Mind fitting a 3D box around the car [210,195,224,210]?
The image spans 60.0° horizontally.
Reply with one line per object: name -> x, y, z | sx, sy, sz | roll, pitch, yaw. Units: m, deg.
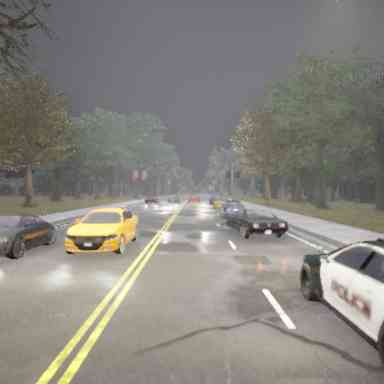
car -> 3.399, 1.216, 38.437 | 1.801, 1.575, 5.366 | 0, 0, 0

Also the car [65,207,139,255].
car -> -3.327, 1.392, 13.123 | 1.882, 1.535, 5.008 | 0, 0, 0

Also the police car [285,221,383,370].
police car -> 3.254, 1.471, 5.279 | 2.038, 1.542, 4.974 | 0, 0, 0

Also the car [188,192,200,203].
car -> 0.341, 0.996, 58.760 | 2.097, 1.767, 4.553 | 0, 0, 1

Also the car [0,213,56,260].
car -> -6.581, 1.486, 11.989 | 1.994, 1.385, 4.181 | 0, 0, 0

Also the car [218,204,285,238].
car -> 2.981, 1.492, 16.909 | 1.895, 1.301, 4.718 | 0, 0, -11

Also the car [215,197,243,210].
car -> 3.326, 1.374, 27.258 | 2.033, 1.411, 5.357 | 0, 0, 0

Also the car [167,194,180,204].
car -> -3.015, 1.158, 54.703 | 2.128, 1.511, 4.902 | 0, 0, 1

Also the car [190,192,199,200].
car -> 0.593, 0.880, 77.965 | 2.097, 1.767, 4.553 | 0, 0, 1

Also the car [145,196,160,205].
car -> -6.293, 1.278, 52.631 | 1.895, 1.301, 4.718 | 0, 0, 1
